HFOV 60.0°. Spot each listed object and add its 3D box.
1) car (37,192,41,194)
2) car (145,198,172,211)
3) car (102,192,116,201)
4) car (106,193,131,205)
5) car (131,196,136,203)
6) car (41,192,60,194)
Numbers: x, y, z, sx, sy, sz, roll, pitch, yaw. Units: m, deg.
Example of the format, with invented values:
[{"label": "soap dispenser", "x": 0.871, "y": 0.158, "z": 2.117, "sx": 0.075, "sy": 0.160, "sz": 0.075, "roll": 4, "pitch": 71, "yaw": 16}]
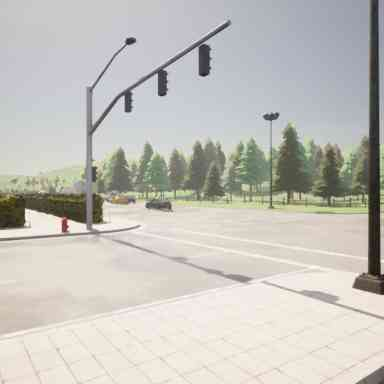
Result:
[{"label": "car", "x": -29.754, "y": 1.057, "z": 65.879, "sx": 2.150, "sy": 2.045, "sz": 5.566, "roll": 0, "pitch": 0, "yaw": -35}, {"label": "car", "x": -4.174, "y": 1.525, "z": 41.203, "sx": 1.812, "sy": 1.442, "sz": 4.674, "roll": 0, "pitch": 0, "yaw": -34}, {"label": "car", "x": -18.219, "y": 1.057, "z": 73.813, "sx": 2.150, "sy": 2.045, "sz": 5.566, "roll": 0, "pitch": 0, "yaw": -35}, {"label": "car", "x": -13.591, "y": 1.477, "z": 61.085, "sx": 1.882, "sy": 1.535, "sz": 5.008, "roll": 0, "pitch": 0, "yaw": -35}, {"label": "car", "x": -12.769, "y": 1.504, "z": 65.889, "sx": 1.837, "sy": 1.490, "sz": 4.892, "roll": 0, "pitch": 0, "yaw": -35}, {"label": "car", "x": -24.085, "y": 1.221, "z": 57.637, "sx": 2.150, "sy": 2.045, "sz": 5.566, "roll": 0, "pitch": 0, "yaw": -35}]
